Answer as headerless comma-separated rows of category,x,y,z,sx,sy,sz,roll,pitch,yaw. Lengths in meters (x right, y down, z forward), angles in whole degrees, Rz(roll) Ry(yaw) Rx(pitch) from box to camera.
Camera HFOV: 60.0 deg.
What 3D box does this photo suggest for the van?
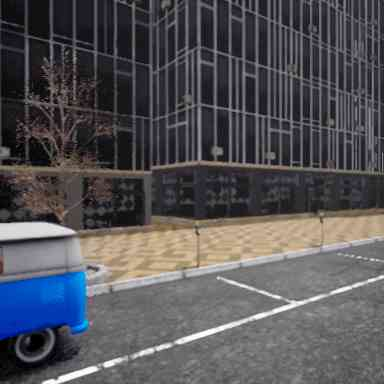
van,-3.368,1.343,4.155,3.998,1.788,1.690,0,0,-36
